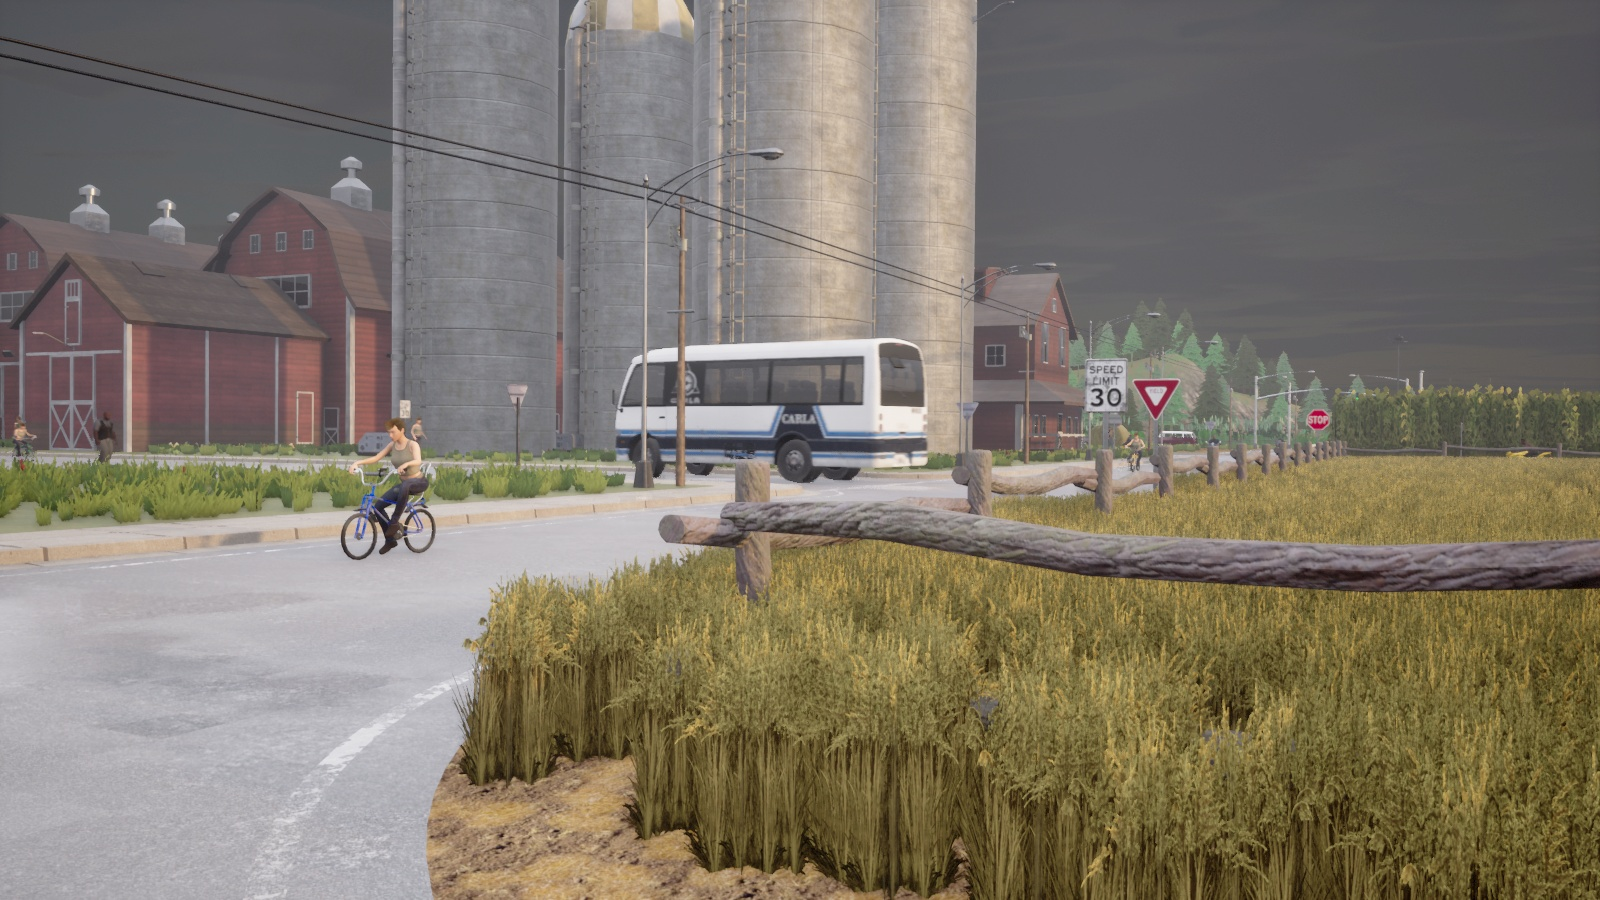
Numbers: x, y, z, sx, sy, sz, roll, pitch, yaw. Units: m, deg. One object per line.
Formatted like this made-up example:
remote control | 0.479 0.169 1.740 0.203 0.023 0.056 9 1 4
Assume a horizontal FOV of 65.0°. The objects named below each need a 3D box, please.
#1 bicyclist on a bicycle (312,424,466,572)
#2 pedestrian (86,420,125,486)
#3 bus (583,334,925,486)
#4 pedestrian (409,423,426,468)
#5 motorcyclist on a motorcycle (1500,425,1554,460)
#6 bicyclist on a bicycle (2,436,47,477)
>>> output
bicyclist on a bicycle | -4.721 0.514 14.508 0.866 1.612 1.509 0 1 26
pedestrian | -19.977 0.079 36.115 0.849 1.883 0.563 0 1 25
bus | -1.594 -1.166 39.483 10.273 4.253 3.944 0 1 33
pedestrian | -15.770 -0.172 51.758 0.594 1.836 0.345 0 1 29
motorcyclist on a motorcycle | 32.184 -0.335 55.630 2.044 1.523 0.797 0 1 27
bicyclist on a bicycle | -31.363 0.265 50.775 1.509 1.612 0.866 0 1 26
